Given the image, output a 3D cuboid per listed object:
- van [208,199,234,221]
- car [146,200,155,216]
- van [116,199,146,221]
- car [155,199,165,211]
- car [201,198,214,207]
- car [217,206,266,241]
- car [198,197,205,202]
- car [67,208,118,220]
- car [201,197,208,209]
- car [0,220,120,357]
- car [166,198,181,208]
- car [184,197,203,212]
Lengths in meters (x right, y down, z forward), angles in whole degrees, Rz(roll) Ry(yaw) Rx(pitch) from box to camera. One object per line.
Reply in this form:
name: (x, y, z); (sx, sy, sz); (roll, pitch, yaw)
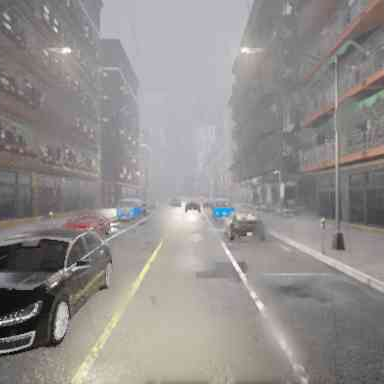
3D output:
van: (2.574, 1.483, 28.272); (1.690, 1.788, 3.998); (1, 0, 0)
car: (-5.276, 1.716, 33.913); (1.887, 1.381, 4.507); (1, 0, 0)
van: (-5.273, 1.483, 28.243); (1.690, 1.788, 3.998); (1, 0, 0)
car: (-5.276, 1.782, 45.255); (2.008, 1.369, 4.403); (1, 0, 0)
car: (2.570, 1.838, 56.625); (1.887, 1.381, 4.507); (1, 0, 0)
car: (2.573, 1.635, 16.930); (2.008, 1.369, 4.403); (1, 0, 0)
car: (2.697, 2.059, 94.681); (1.887, 1.381, 4.507); (1, 0, 0)
car: (-5.286, 1.666, 16.900); (1.802, 1.307, 4.206); (1, 0, 0)
car: (2.570, 1.828, 50.955); (1.947, 1.339, 4.313); (1, 0, 0)
car: (-2.851, 1.537, 6.445); (1.837, 1.490, 4.892); (0, 0, 0)
car: (-2.760, 1.759, 54.377); (1.882, 1.535, 5.008); (0, -1, 0)
car: (0.096, 1.736, 41.299); (1.812, 1.442, 4.674); (0, 0, 0)
